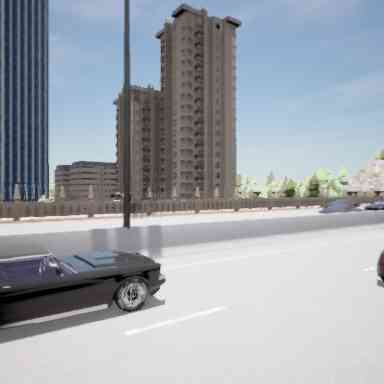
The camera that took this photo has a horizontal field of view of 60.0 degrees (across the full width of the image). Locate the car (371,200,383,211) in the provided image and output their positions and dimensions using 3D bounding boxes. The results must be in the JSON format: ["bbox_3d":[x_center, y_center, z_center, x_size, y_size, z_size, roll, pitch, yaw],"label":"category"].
[{"bbox_3d":[20.903,1.606,36.108,5.357,1.411,2.033,0,0,-36],"label":"car"}]

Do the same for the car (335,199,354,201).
[{"bbox_3d":[17.122,1.530,37.717,5.008,1.535,1.882,1,0,-36],"label":"car"}]

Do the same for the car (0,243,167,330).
[{"bbox_3d":[-2.857,1.601,6.008,4.718,1.301,1.895,0,0,-36],"label":"car"}]

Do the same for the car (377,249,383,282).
[{"bbox_3d":[6.526,1.569,8.403,4.181,1.385,1.994,0,0,-36],"label":"car"}]

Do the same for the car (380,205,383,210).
[{"bbox_3d":[11.654,1.506,16.363,4.902,1.511,2.128,0,0,-36],"label":"car"}]

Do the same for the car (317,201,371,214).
[{"bbox_3d":[11.108,1.587,24.812,4.181,1.385,1.994,0,0,-35],"label":"car"}]
